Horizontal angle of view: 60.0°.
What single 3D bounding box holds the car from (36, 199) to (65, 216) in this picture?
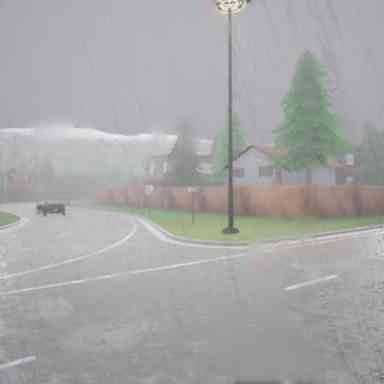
[{"bbox_3d":[-13.543,1.427,31.739,1.882,1.535,5.008,0,0,-34],"label":"car"}]
